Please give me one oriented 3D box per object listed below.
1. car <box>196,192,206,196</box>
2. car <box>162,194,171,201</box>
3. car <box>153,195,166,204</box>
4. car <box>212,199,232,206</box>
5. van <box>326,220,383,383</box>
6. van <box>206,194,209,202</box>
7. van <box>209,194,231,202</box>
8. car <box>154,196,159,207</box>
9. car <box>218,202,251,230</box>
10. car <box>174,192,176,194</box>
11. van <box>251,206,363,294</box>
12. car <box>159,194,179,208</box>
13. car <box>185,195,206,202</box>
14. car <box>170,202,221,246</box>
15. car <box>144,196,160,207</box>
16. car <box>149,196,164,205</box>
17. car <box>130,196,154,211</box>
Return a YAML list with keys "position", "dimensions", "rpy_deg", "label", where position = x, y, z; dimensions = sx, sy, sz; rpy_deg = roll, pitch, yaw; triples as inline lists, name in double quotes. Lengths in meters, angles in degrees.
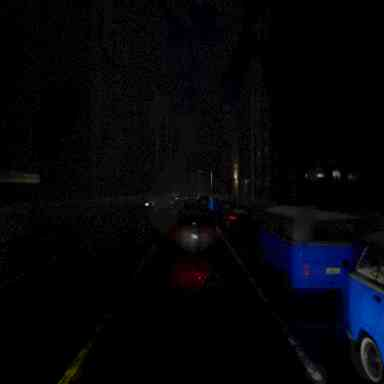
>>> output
- position: [2.373, 1.182, 67.668]
  dimensions: [1.882, 1.535, 5.008]
  rpy_deg: [0, 0, 0]
  label: "car"
- position: [-5.748, 1.196, 76.321]
  dimensions: [1.752, 1.417, 4.829]
  rpy_deg: [0, 0, 0]
  label: "car"
- position: [-5.751, 1.264, 59.288]
  dimensions: [1.752, 1.417, 4.829]
  rpy_deg: [0, 0, 0]
  label: "car"
- position: [2.768, 1.466, 25.395]
  dimensions: [1.802, 1.307, 4.206]
  rpy_deg: [0, 0, 0]
  label: "car"
- position: [2.764, 1.327, 2.685]
  dimensions: [1.690, 1.788, 3.998]
  rpy_deg: [0, 0, 0]
  label: "van"
- position: [2.770, 1.177, 36.750]
  dimensions: [1.690, 1.788, 3.998]
  rpy_deg: [0, 0, 0]
  label: "van"
- position: [2.769, 1.201, 31.072]
  dimensions: [1.690, 1.788, 3.998]
  rpy_deg: [0, 0, 0]
  label: "van"
- position: [-5.754, 1.251, 42.426]
  dimensions: [1.967, 1.590, 4.097]
  rpy_deg: [0, 0, 0]
  label: "car"
- position: [2.767, 1.491, 19.718]
  dimensions: [1.802, 1.307, 4.206]
  rpy_deg: [0, 0, 0]
  label: "car"
- position: [-5.747, 1.193, 82.168]
  dimensions: [1.887, 1.381, 4.507]
  rpy_deg: [0, 0, 0]
  label: "car"
- position: [2.765, 1.300, 8.362]
  dimensions: [1.690, 1.788, 3.998]
  rpy_deg: [0, 0, 0]
  label: "van"
- position: [-3.080, 1.328, 44.520]
  dimensions: [1.812, 1.442, 4.674]
  rpy_deg: [0, 0, 0]
  label: "car"
- position: [0.094, 1.336, 31.516]
  dimensions: [1.882, 1.535, 5.008]
  rpy_deg: [0, 0, 0]
  label: "car"
- position: [0.088, 1.435, 14.889]
  dimensions: [1.837, 1.490, 4.892]
  rpy_deg: [0, 0, 0]
  label: "car"
- position: [-5.753, 1.313, 47.934]
  dimensions: [1.752, 1.417, 4.829]
  rpy_deg: [0, 0, 0]
  label: "car"
- position: [-5.752, 1.328, 53.782]
  dimensions: [1.947, 1.339, 4.313]
  rpy_deg: [0, 0, 0]
  label: "car"
- position: [-5.755, 1.386, 36.750]
  dimensions: [2.008, 1.369, 4.403]
  rpy_deg: [0, 0, 0]
  label: "car"
